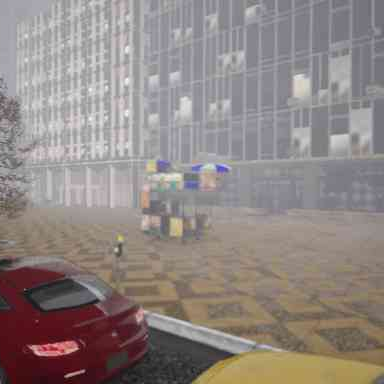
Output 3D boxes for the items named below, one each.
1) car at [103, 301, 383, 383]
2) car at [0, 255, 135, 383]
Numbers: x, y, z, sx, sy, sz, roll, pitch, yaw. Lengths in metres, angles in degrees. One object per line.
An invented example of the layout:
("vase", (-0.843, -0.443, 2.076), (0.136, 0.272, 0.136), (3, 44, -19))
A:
("car", (1.910, 1.525, 1.508), (4.829, 1.417, 1.752), (0, 1, 35))
("car", (-2.456, 1.569, 4.613), (4.206, 1.307, 1.802), (0, 1, 35))
